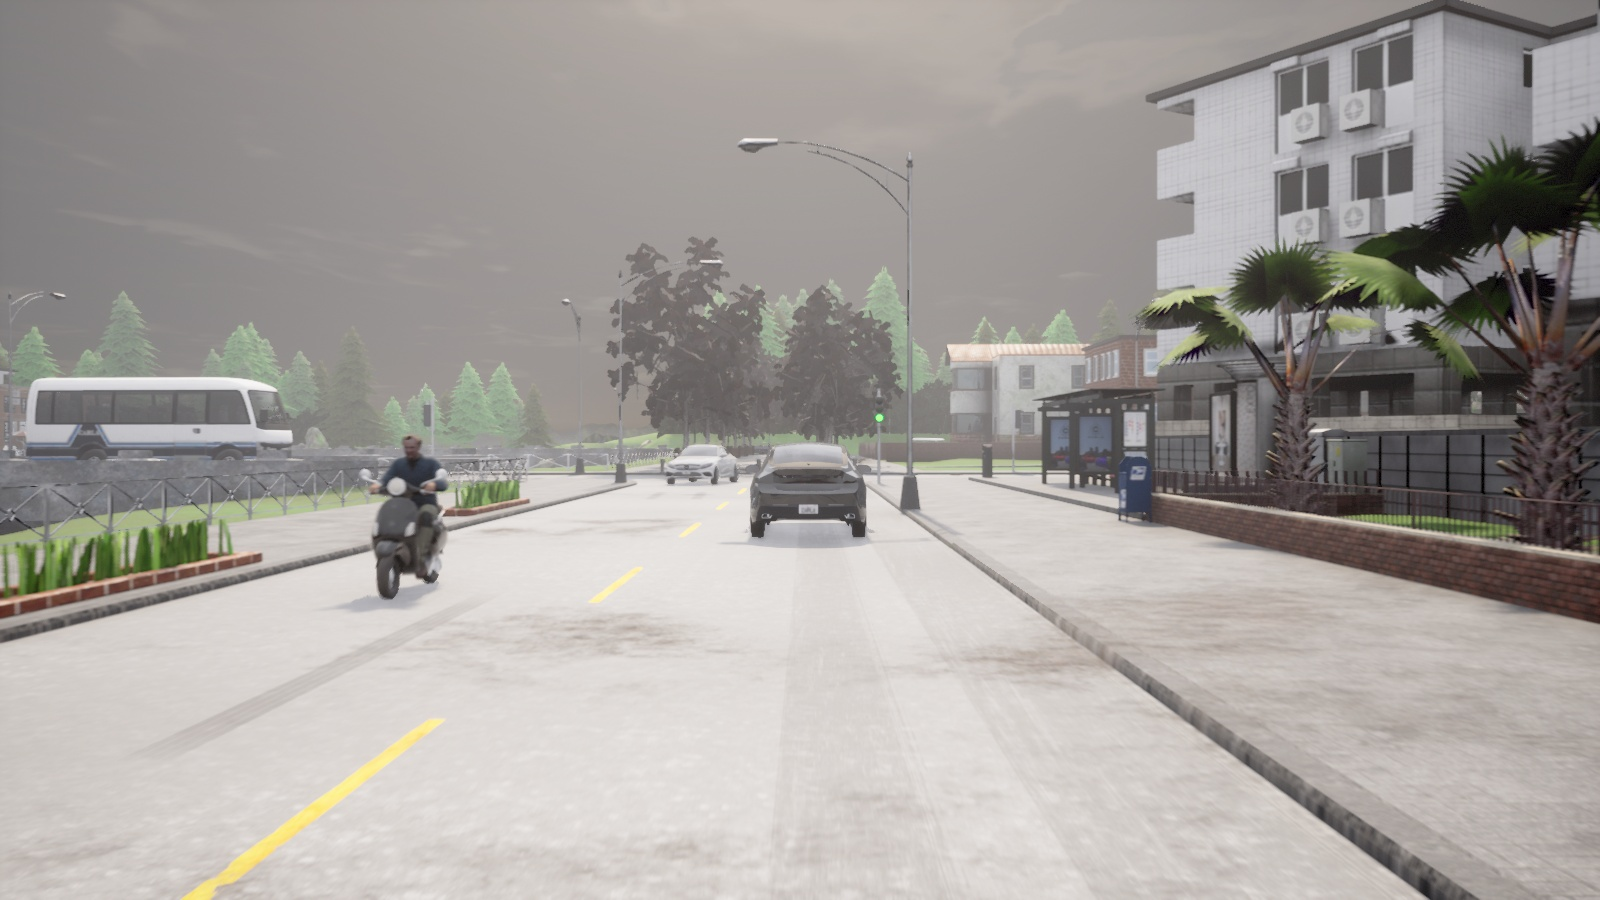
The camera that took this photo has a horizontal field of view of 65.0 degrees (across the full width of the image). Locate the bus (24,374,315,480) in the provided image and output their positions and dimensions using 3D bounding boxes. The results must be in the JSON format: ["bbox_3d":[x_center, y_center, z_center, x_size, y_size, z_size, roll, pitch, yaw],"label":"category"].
[{"bbox_3d":[-26.193,-0.948,52.608,10.273,4.253,3.944,0,0,2],"label":"bus"}]

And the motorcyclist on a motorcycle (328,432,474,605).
[{"bbox_3d":[-3.913,0.626,12.479,0.866,1.590,1.817,0,0,0],"label":"motorcyclist on a motorcycle"}]

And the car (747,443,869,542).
[{"bbox_3d":[0.138,0.631,21.368,1.837,1.490,4.892,0,0,0],"label":"car"}]

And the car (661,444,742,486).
[{"bbox_3d":[-3.555,0.510,46.042,1.812,1.442,4.674,0,0,10],"label":"car"}]

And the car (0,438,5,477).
[{"bbox_3d":[-35.886,0.319,52.635,3.988,1.617,1.851,0,0,2],"label":"car"}]
